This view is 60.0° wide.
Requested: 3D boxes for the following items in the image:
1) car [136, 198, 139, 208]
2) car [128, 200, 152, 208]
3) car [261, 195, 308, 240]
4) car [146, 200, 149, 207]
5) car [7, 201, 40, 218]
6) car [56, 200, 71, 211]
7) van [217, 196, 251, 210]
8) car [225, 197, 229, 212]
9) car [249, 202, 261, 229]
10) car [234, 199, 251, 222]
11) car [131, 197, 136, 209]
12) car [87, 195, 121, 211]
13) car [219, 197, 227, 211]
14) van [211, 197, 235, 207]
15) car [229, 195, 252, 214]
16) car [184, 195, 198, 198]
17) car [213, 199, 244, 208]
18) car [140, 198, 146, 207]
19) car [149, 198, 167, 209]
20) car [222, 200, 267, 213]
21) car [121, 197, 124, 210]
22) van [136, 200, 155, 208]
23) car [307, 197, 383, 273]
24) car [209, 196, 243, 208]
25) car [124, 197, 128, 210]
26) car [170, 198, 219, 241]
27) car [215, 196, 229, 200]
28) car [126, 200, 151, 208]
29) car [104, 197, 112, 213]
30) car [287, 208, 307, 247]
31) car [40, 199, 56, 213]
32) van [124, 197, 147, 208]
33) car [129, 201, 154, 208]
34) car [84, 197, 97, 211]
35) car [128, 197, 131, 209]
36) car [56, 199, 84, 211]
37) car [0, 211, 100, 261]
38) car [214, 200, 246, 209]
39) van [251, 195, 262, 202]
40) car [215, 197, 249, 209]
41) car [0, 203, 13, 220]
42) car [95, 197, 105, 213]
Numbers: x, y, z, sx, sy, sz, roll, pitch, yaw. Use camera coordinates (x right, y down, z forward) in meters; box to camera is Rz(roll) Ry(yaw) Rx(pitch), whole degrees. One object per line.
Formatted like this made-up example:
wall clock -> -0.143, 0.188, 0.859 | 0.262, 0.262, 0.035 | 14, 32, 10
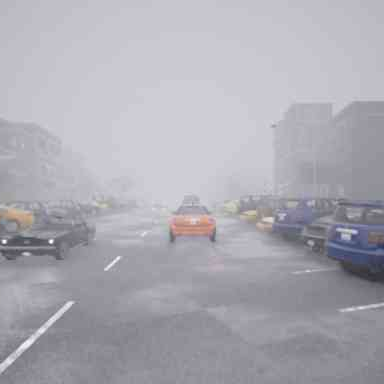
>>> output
car -> -11.635, 1.936, 53.774 | 5.008, 1.535, 2.097 | 0, -2, -20
car -> -11.553, 2.670, 74.281 | 4.892, 1.521, 2.231 | 0, -3, -20
car -> 6.365, 1.262, 15.253 | 5.566, 2.045, 2.435 | 1, 0, -20
car -> -11.569, 2.304, 65.511 | 4.792, 1.488, 2.163 | 0, -2, -20
car -> -11.495, 1.496, 18.570 | 5.008, 1.535, 2.097 | -1, 0, -20
car -> -11.550, 1.552, 24.445 | 4.674, 1.452, 2.002 | -1, 0, -20
van -> 6.076, 1.582, 48.125 | 4.442, 1.987, 1.878 | 1, -1, -20
car -> 6.391, 1.587, 33.269 | 5.366, 1.575, 1.946 | 1, -1, -20
car -> 6.140, 1.510, 18.171 | 5.366, 1.575, 1.946 | 1, 0, -20
car -> 6.093, 1.522, 24.163 | 5.366, 1.575, 1.946 | 1, 0, -20
car -> -11.604, 1.897, 50.856 | 4.792, 1.488, 2.163 | 0, -2, -20
car -> -11.647, 1.400, 39.096 | 5.566, 2.045, 2.435 | -1, -1, -20
car -> 6.033, 1.612, 36.132 | 5.366, 1.575, 1.946 | 1, -1, -20
van -> 6.109, 2.062, 66.084 | 4.442, 1.987, 1.878 | 1, -2, -20
car -> 6.276, 1.290, 27.234 | 5.566, 2.045, 2.435 | 1, -1, -20
car -> -0.092, 1.426, 41.720 | 2.150, 2.045, 5.566 | 0, -1, 0
car -> 6.218, 2.052, 57.154 | 4.792, 1.488, 2.163 | 1, -2, -20
car -> -11.612, 2.220, 62.578 | 4.674, 1.452, 2.002 | 0, -2, -20
car -> -5.275, 1.823, 54.490 | 2.097, 1.767, 4.553 | 0, -1, 0
car -> 6.169, 1.688, 39.174 | 4.792, 1.488, 2.163 | 1, -1, -20
car -> -11.619, 1.695, 42.038 | 4.892, 1.521, 2.231 | -1, -1, -20
van -> -11.586, 3.019, 83.011 | 4.442, 1.987, 1.878 | 1, -4, -19
car -> 6.373, 1.257, 9.235 | 5.566, 2.045, 2.435 | 1, 0, -20
car -> 6.179, 1.852, 60.123 | 5.566, 2.045, 2.435 | 1, -2, -20
car -> -11.623, 1.748, 44.976 | 4.892, 1.521, 2.231 | 0, -1, -20
car -> 0.025, 1.369, 16.859 | 2.097, 1.767, 4.553 | 0, 0, 0
car -> 6.012, 1.748, 45.105 | 5.366, 1.575, 1.946 | 1, -1, -20
car -> -11.573, 2.518, 71.357 | 5.008, 1.535, 2.097 | 0, -3, -20
car -> -11.782, 1.608, 36.112 | 5.366, 1.575, 1.946 | -1, 0, -20
car -> 6.345, 1.511, 12.238 | 4.892, 1.521, 2.231 | 1, 0, -20
car -> -11.496, 1.377, 21.512 | 4.553, 1.767, 2.185 | -1, 0, -20
van -> -11.696, 2.161, 68.399 | 4.442, 1.987, 1.878 | 0, -2, -20
car -> -11.698, 2.837, 77.132 | 5.366, 1.575, 1.946 | 0, -4, -20
car -> -11.575, 1.548, 30.308 | 5.008, 1.535, 2.097 | -1, 0, -20
car -> -11.602, 1.677, 47.917 | 4.553, 1.767, 2.185 | 0, -1, -20
car -> -11.536, 1.402, 27.378 | 4.553, 1.767, 2.185 | -1, 0, -20
car -> -5.124, 1.616, 12.491 | 1.895, 1.301, 4.718 | 0, 0, -1
car -> 6.180, 1.985, 54.149 | 4.674, 1.452, 2.002 | 1, -2, -20
van -> 6.401, 1.295, 21.276 | 4.442, 1.987, 1.878 | 1, 0, -20
car -> 6.153, 1.749, 51.154 | 4.553, 1.767, 2.185 | 1, -2, -20
car -> -11.466, 1.494, 15.633 | 4.892, 1.521, 2.231 | -1, 0, -20
car -> -11.602, 1.578, 33.240 | 5.008, 1.535, 2.097 | -1, -1, -20
